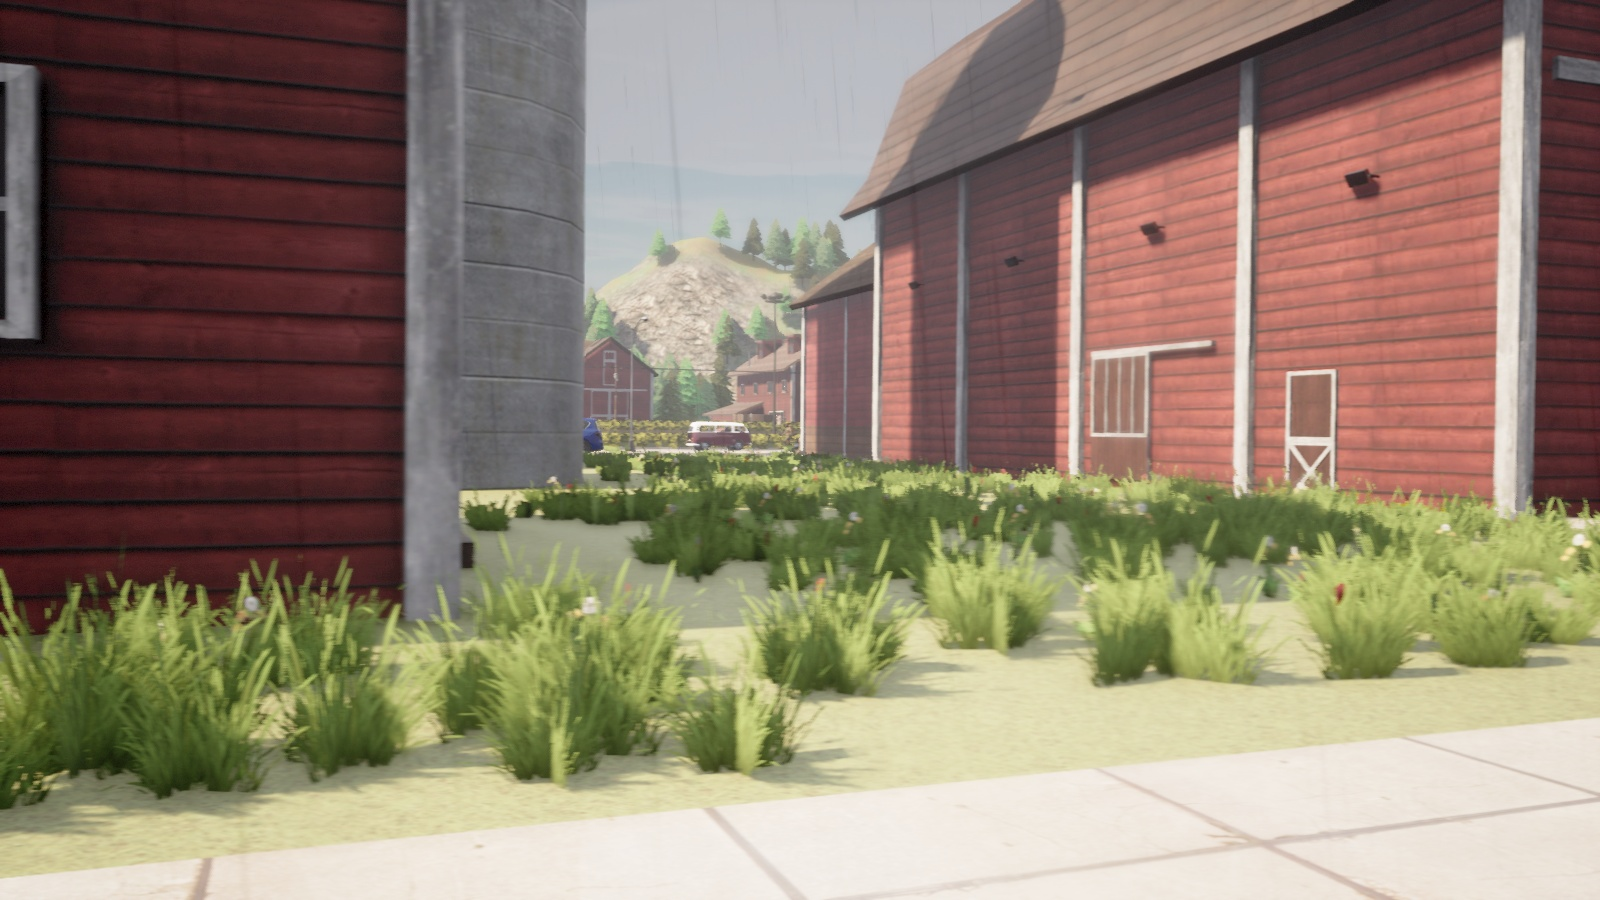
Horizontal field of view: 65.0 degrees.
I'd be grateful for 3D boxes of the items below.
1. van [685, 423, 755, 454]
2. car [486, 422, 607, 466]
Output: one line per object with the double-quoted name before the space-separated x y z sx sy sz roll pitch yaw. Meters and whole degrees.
"van" -5.669 -0.829 88.590 4.480 2.038 2.069 -1 1 -20
"car" -12.513 -0.330 62.033 5.566 2.045 2.150 -1 1 -21
